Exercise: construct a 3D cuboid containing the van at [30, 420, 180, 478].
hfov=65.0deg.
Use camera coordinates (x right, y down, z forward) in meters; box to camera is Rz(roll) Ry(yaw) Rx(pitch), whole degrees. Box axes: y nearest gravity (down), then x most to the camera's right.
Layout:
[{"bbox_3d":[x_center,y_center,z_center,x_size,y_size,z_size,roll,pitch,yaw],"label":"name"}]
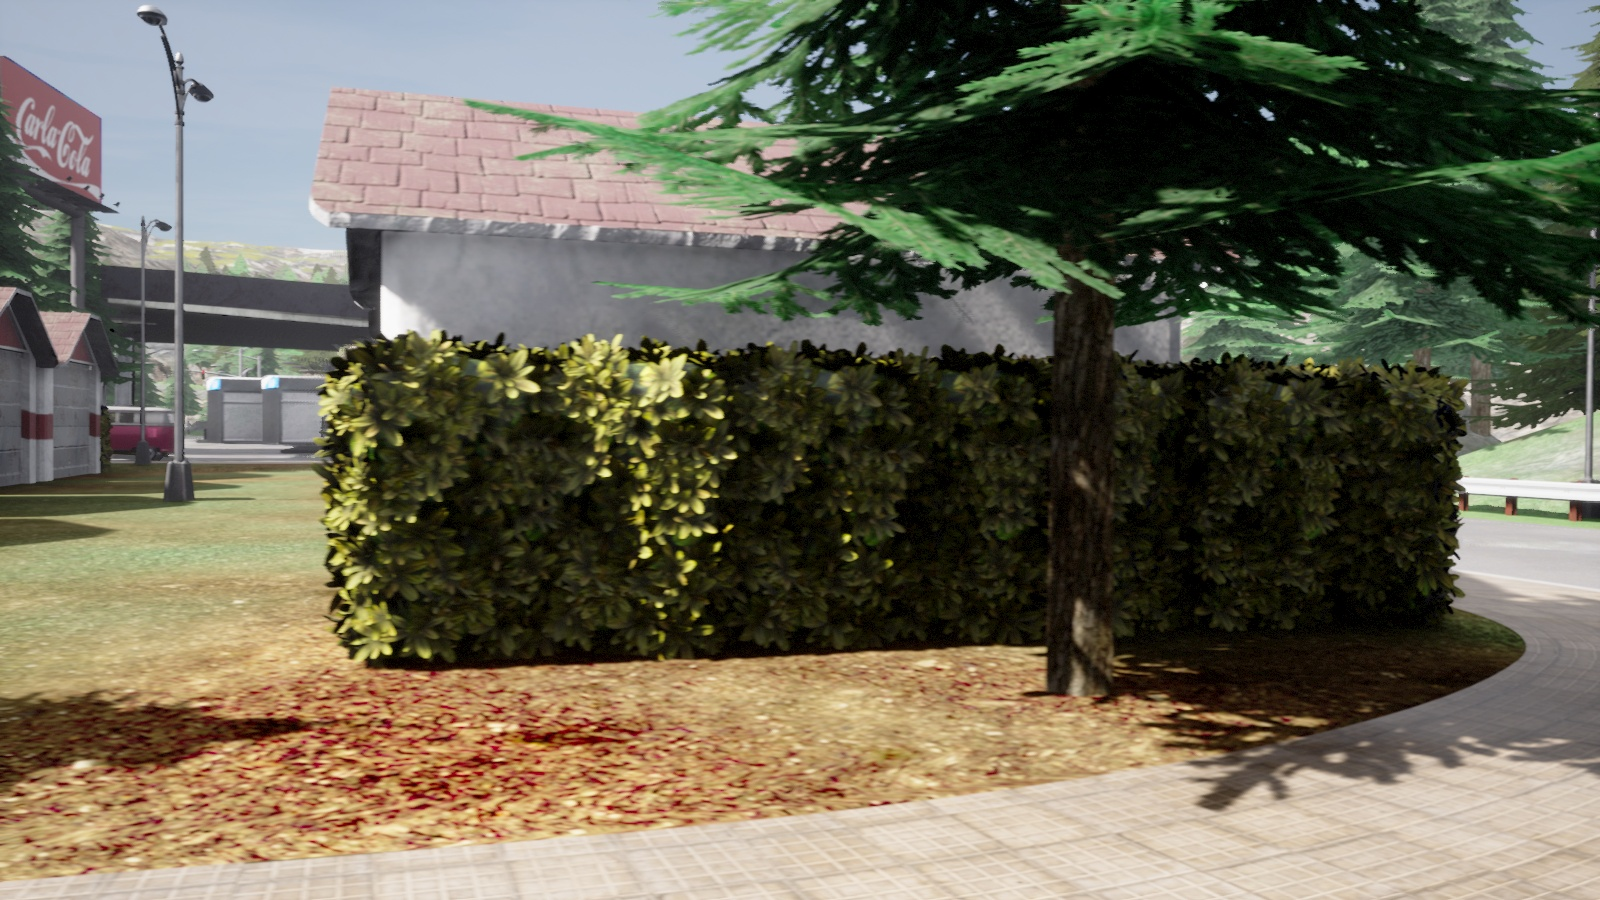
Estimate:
[{"bbox_3d":[-24.977,-0.058,45.274,4.442,1.987,1.775,-1,1,-17],"label":"van"}]
